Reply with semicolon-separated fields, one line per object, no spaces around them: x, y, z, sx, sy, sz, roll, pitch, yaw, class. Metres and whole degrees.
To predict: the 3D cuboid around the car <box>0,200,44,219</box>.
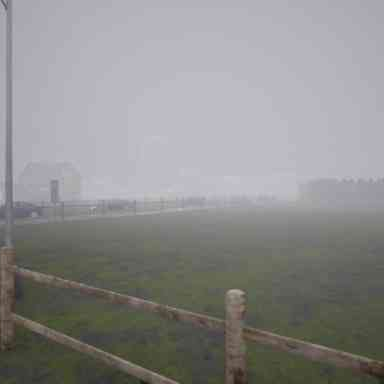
-14.164;1.422;25.883;1.882;1.535;5.008;-1;0;36;car

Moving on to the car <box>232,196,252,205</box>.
8.029;1.328;52.879;1.994;1.385;4.181;-1;0;34;car

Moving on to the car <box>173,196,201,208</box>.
-0.638;1.347;45.459;1.837;1.490;4.892;-1;0;35;car

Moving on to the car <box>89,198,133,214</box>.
-8.314;1.392;34.324;2.128;1.511;4.902;-1;0;35;car

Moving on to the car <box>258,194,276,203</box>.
13.892;1.063;61.420;2.097;1.767;4.553;-1;0;36;car
